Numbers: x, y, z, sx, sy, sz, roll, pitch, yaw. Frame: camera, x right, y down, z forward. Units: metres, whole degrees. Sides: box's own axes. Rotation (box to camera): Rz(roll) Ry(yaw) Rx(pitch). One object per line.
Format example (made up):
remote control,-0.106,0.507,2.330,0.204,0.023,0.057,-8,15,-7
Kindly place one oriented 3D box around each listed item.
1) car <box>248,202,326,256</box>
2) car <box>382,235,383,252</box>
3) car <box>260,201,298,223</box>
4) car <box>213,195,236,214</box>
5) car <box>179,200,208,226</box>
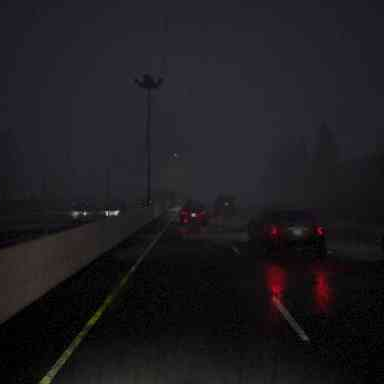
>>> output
car,3.600,1.409,13.431,2.097,1.767,4.553,0,0,0
car,7.101,1.256,8.183,2.150,2.045,5.566,0,0,0
car,7.101,1.595,27.699,1.882,1.535,5.008,0,0,0
car,3.601,1.381,37.561,2.150,2.045,5.566,0,0,0
car,0.101,1.609,24.791,2.163,1.488,4.792,0,0,0
